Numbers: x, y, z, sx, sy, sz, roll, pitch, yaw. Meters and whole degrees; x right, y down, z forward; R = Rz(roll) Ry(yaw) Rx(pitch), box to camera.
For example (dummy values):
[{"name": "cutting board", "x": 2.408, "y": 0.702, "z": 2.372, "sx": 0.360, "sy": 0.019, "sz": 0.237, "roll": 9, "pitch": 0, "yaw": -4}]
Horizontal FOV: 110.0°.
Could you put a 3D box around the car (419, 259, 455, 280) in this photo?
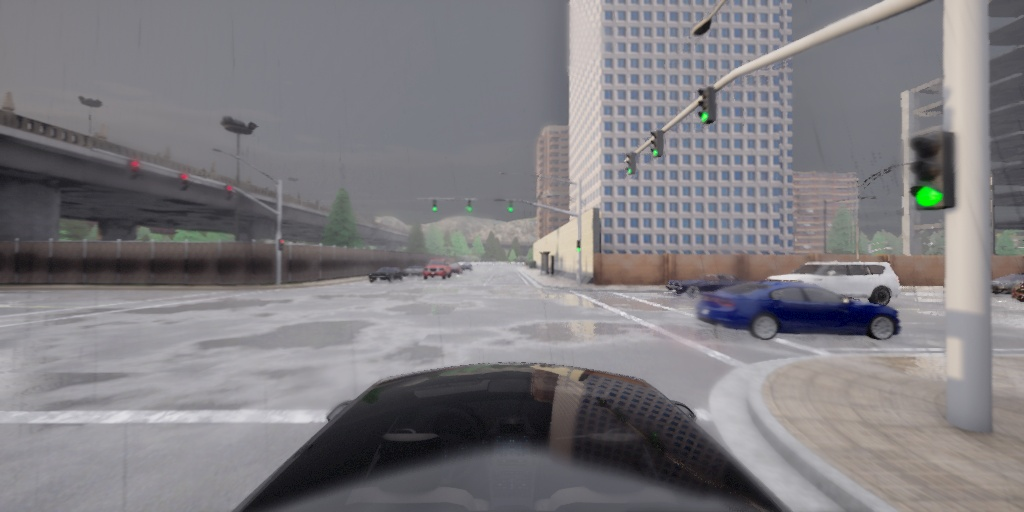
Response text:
[{"name": "car", "x": -7.687, "y": 1.344, "z": 37.468, "sx": 2.150, "sy": 2.045, "sz": 5.566, "roll": 0, "pitch": -1, "yaw": -1}]

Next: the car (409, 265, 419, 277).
[{"name": "car", "x": -11.265, "y": 1.755, "z": 41.744, "sx": 1.895, "sy": 1.301, "sz": 4.718, "roll": 0, "pitch": -1, "yaw": -1}]

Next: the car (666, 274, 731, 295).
[{"name": "car", "x": 11.525, "y": 1.682, "z": 20.732, "sx": 4.718, "sy": 1.301, "sz": 1.895, "roll": 0, "pitch": -1, "yaw": -1}]

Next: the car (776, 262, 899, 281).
[{"name": "car", "x": 15.256, "y": 1.281, "z": 17.305, "sx": 5.566, "sy": 2.045, "sz": 2.150, "roll": 0, "pitch": -1, "yaw": -1}]

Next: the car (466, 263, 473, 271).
[{"name": "car", "x": -8.036, "y": 1.975, "z": 64.139, "sx": 2.033, "sy": 1.411, "sz": 5.357, "roll": 0, "pitch": -1, "yaw": -1}]

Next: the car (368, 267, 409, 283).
[{"name": "car", "x": -11.133, "y": 1.645, "z": 32.120, "sx": 1.895, "sy": 1.301, "sz": 4.718, "roll": 0, "pitch": -1, "yaw": 0}]

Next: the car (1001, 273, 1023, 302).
[{"name": "car", "x": 27.670, "y": 1.477, "z": 17.501, "sx": 4.553, "sy": 1.767, "sz": 2.097, "roll": 0, "pitch": -1, "yaw": -1}]

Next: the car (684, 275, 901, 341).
[{"name": "car", "x": 7.867, "y": 1.467, "z": 10.073, "sx": 5.008, "sy": 1.535, "sz": 1.882, "roll": 1, "pitch": -1, "yaw": -1}]

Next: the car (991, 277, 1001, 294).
[{"name": "car", "x": 30.342, "y": 1.725, "z": 21.035, "sx": 5.357, "sy": 1.411, "sz": 2.033, "roll": 0, "pitch": -1, "yaw": -1}]

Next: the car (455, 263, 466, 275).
[{"name": "car", "x": -7.871, "y": 1.732, "z": 48.960, "sx": 1.882, "sy": 1.535, "sz": 5.008, "roll": 0, "pitch": -1, "yaw": -1}]
